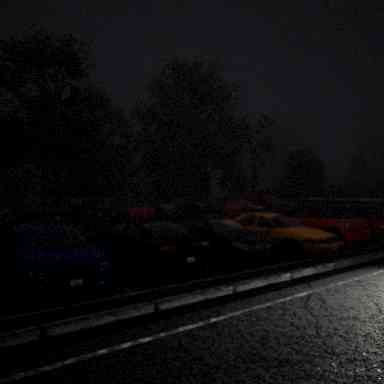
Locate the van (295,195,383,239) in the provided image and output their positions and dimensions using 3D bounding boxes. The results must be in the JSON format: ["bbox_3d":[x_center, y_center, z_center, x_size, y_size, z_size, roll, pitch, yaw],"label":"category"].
[{"bbox_3d":[7.669,1.271,16.498,1.878,1.987,4.442,0,0,-35],"label":"van"}]

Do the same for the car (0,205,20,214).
[{"bbox_3d":[-11.287,1.516,19.283,2.231,1.521,4.892,0,0,-35],"label":"car"}]

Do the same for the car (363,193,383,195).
[{"bbox_3d":[22.731,1.168,43.311,2.435,2.045,5.566,0,0,-35],"label":"car"}]

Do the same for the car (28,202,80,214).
[{"bbox_3d":[-9.026,1.541,20.905,2.163,1.488,4.792,0,0,-35],"label":"car"}]

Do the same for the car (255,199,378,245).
[{"bbox_3d":[5.396,1.375,15.000,2.185,1.767,4.553,0,0,-35],"label":"car"}]

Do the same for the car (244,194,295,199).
[{"bbox_3d":[6.937,1.225,32.099,2.435,2.045,5.566,0,0,-35],"label":"car"}]

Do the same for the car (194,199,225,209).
[{"bbox_3d":[0.097,1.494,27.300,2.097,1.535,5.008,0,0,-35],"label":"car"}]

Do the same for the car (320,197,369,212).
[{"bbox_3d":[18.296,1.437,40.154,2.097,1.535,5.008,0,0,-35],"label":"car"}]

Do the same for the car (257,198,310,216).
[{"bbox_3d":[9.193,1.470,33.732,2.231,1.521,4.892,0,0,-35],"label":"car"}]

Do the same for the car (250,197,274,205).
[{"bbox_3d":[4.642,1.482,30.519,2.097,1.535,5.008,0,0,-35],"label":"car"}]

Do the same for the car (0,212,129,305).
[{"bbox_3d":[-3.722,1.517,8.611,2.097,1.535,5.008,0,0,-35],"label":"car"}]

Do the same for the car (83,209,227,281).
[{"bbox_3d":[-1.441,1.514,10.207,2.097,1.535,5.008,0,0,-35],"label":"car"}]

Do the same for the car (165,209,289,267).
[{"bbox_3d":[0.829,1.551,11.819,2.002,1.452,4.674,0,0,-35],"label":"car"}]

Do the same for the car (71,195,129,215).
[{"bbox_3d":[-6.716,1.257,22.465,2.435,2.045,5.566,0,0,-35],"label":"car"}]

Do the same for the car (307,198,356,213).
[{"bbox_3d":[16.040,1.475,38.519,2.163,1.488,4.792,0,0,-35],"label":"car"}]

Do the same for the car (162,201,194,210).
[{"bbox_3d":[-2.183,1.539,25.702,2.002,1.452,4.674,0,0,-35],"label":"car"}]

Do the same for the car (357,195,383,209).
[{"bbox_3d":[25.143,1.285,44.940,2.185,1.767,4.553,0,0,-35],"label":"car"}]

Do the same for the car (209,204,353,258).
[{"bbox_3d":[3.211,1.503,13.269,1.946,1.575,5.366,0,0,-35],"label":"car"}]

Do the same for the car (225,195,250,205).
[{"bbox_3d":[2.387,1.363,28.884,2.185,1.767,4.553,0,0,-35],"label":"car"}]

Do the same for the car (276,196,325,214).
[{"bbox_3d":[11.454,1.336,35.359,2.185,1.767,4.553,0,0,-35],"label":"car"}]

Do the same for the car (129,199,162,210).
[{"bbox_3d":[-4.439,1.378,24.068,2.185,1.767,4.553,0,0,-35],"label":"car"}]
